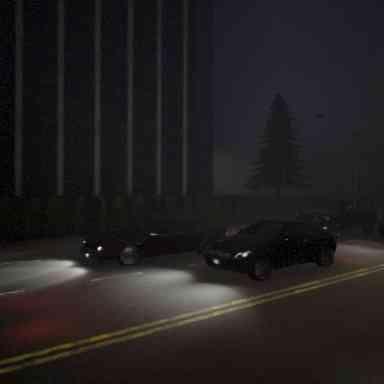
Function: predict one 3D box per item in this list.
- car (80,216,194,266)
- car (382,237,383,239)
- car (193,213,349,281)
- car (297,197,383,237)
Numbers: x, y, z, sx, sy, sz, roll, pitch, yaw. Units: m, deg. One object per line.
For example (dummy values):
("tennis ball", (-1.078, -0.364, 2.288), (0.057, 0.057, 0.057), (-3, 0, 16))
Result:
("car", (-1.066, 1.575, 11.827), (5.357, 1.411, 2.033), (0, 0, -35))
("car", (11.488, 1.306, 16.418), (5.566, 2.045, 2.150), (0, 0, -35))
("car", (2.538, 1.561, 10.091), (4.674, 1.442, 1.812), (0, 0, -35))
("car", (7.949, 1.298, 18.209), (5.566, 2.045, 2.150), (0, 0, -35))
